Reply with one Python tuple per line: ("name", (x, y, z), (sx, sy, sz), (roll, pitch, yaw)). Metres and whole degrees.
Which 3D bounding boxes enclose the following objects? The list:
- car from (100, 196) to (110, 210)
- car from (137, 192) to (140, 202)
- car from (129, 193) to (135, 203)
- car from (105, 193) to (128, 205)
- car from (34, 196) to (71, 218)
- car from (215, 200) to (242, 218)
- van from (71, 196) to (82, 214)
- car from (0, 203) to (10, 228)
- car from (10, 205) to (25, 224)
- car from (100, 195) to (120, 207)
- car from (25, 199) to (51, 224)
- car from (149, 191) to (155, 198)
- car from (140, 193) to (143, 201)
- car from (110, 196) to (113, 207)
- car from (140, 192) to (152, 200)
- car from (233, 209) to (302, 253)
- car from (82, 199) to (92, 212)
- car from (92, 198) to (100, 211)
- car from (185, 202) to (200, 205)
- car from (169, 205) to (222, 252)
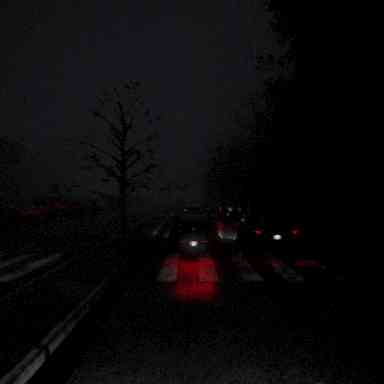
("car", (-13.692, 1.641, 42.765), (5.366, 1.575, 1.946), (-1, 0, -20))
("car", (-13.815, 1.342, 69.559), (4.553, 1.767, 2.185), (-1, 1, -20))
("car", (-13.828, 1.291, 60.615), (5.566, 2.045, 2.435), (-1, 0, -20))
("car", (-13.884, 1.340, 54.619), (5.566, 2.045, 2.435), (-1, 1, -20))
("car", (-13.846, 1.503, 30.764), (4.553, 1.767, 2.185), (-1, 0, -20))
("car", (3.074, 1.474, 28.716), (2.097, 1.767, 4.553), (0, 0, 0))
("van", (-13.766, 1.415, 33.792), (4.442, 1.987, 1.878), (-1, -1, -20))
("car", (-13.709, 1.551, 18.888), (5.366, 1.575, 1.946), (-1, -1, -20))
("car", (-13.906, 1.605, 21.792), (4.792, 1.488, 2.163), (-1, 0, -20))
("car", (-13.853, 1.650, 51.650), (4.674, 1.452, 2.002), (-1, 1, -20))
("car", (-13.704, 1.590, 24.854), (5.366, 1.575, 1.946), (-1, -1, -20))
("car", (-13.996, 1.267, 93.479), (5.366, 1.575, 1.946), (-1, 1, -20))
("car", (-13.836, 1.484, 72.532), (4.674, 1.452, 2.002), (-1, 1, -20))
("car", (-13.834, 1.669, 45.692), (4.792, 1.488, 2.163), (-1, 0, -20))
("car", (-13.804, 1.348, 87.556), (4.792, 1.488, 2.163), (-1, 0, -20))
("car", (3.074, 1.601, 13.931), (1.994, 1.385, 4.181), (0, 0, 0))
("car", (-13.863, 1.687, 36.723), (4.674, 1.452, 2.002), (-1, 0, -20))
("car", (-13.892, 1.681, 39.696), (4.792, 1.488, 2.163), (-1, 0, -20))
("car", (0.080, 1.656, 30.012), (1.812, 1.442, 4.674), (0, 0, 0))
("car", (0.074, 1.545, 14.090), (1.837, 1.490, 4.892), (0, 0, 0))
